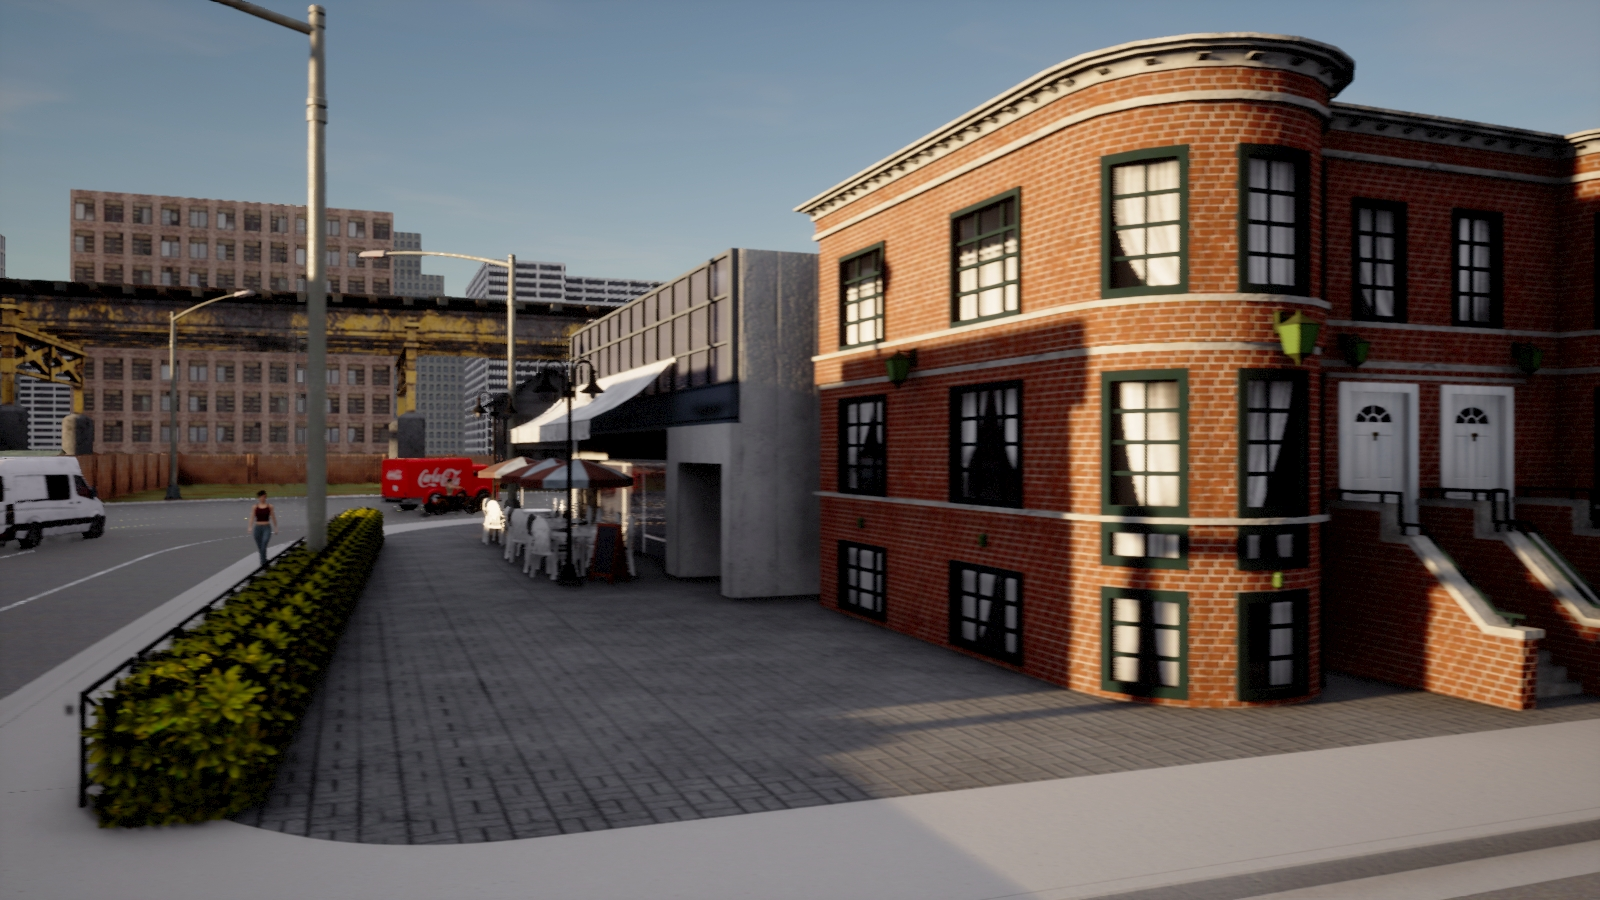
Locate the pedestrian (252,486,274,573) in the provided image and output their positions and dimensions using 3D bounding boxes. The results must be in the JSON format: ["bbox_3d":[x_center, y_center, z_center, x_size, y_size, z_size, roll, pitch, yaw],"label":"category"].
[{"bbox_3d":[-11.697,1.716,24.887,0.375,1.860,0.375,0,0,-17],"label":"pedestrian"}]

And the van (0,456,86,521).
[{"bbox_3d":[-32.439,1.554,46.440,1.988,2.561,5.915,0,0,18],"label":"van"}]

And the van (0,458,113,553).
[{"bbox_3d":[-23.095,1.551,34.305,1.988,2.561,5.915,0,0,-7],"label":"van"}]

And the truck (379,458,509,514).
[{"bbox_3d":[-16.588,1.621,53.395,2.627,2.467,5.204,-1,0,41],"label":"truck"}]
